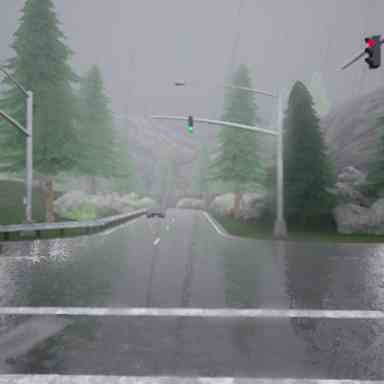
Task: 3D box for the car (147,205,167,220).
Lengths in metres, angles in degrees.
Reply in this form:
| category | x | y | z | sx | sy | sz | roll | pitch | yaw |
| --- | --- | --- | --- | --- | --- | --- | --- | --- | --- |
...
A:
| category | x | y | z | sx | sy | sz | roll | pitch | yaw |
| --- | --- | --- | --- | --- | --- | --- | --- | --- | --- |
| car | -3.562 | 2.003 | 34.103 | 2.033 | 1.411 | 5.357 | 0 | -1 | -4 |
